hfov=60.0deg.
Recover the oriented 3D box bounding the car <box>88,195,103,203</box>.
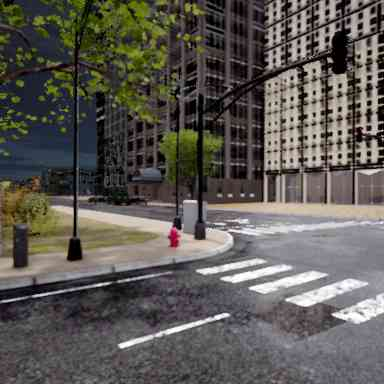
[{"bbox_3d":[-17.226,1.321,60.455,2.033,1.411,5.357,0,0,-34],"label":"car"}]

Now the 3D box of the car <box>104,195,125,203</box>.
[{"bbox_3d":[-14.524,1.342,62.262,2.033,1.411,5.357,0,0,-34],"label":"car"}]

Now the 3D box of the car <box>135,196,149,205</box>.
[{"bbox_3d":[-8.731,1.305,53.601,2.128,1.511,4.902,0,0,-34],"label":"car"}]

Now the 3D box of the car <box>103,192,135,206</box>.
[{"bbox_3d":[-11.462,1.014,51.869,2.150,2.045,5.566,0,0,-33],"label":"car"}]
